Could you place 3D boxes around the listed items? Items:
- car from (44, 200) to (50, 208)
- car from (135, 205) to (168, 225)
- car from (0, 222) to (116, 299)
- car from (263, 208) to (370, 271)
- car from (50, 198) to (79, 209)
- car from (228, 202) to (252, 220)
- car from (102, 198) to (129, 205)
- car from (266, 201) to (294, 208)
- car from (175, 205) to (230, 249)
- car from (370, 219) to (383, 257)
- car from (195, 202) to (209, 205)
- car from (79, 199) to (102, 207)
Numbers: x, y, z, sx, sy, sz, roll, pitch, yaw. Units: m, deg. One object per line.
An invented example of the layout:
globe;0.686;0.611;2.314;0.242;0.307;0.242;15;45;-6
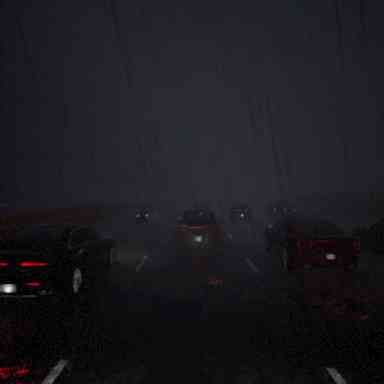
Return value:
car;-21.016;1.661;52.028;1.882;1.535;5.008;0;0;11
car;-2.958;1.672;25.229;2.033;1.411;5.357;0;0;3
car;-3.338;1.537;8.561;1.837;1.490;4.892;0;0;1
car;3.724;1.558;11.276;1.882;1.535;5.008;0;0;1
car;-18.052;1.729;49.101;2.033;1.411;5.357;0;0;10
car;4.352;1.691;30.074;1.837;1.490;4.892;0;0;4
car;-10.915;1.693;48.908;1.882;1.535;5.008;0;-1;11
car;7.842;1.553;29.679;2.097;1.767;4.553;0;0;4
car;0.301;1.575;14.909;2.128;1.511;4.902;0;0;1
car;7.223;1.575;11.216;1.882;1.535;5.008;0;0;1
car;0.929;1.701;31.071;1.812;1.442;4.674;0;0;4
car;-14.315;1.752;49.941;2.033;1.411;5.357;0;0;11
